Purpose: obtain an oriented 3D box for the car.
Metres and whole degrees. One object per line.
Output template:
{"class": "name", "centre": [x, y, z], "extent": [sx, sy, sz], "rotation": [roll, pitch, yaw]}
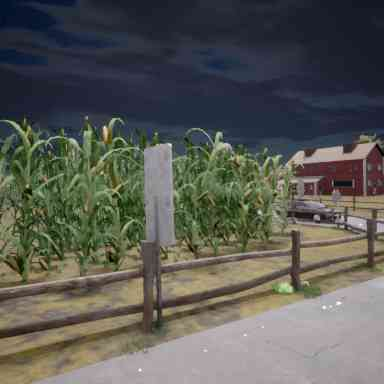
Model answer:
{"class": "car", "centre": [8.382, 1.342, 24.215], "extent": [1.837, 1.490, 4.892], "rotation": [-2, 2, -34]}
